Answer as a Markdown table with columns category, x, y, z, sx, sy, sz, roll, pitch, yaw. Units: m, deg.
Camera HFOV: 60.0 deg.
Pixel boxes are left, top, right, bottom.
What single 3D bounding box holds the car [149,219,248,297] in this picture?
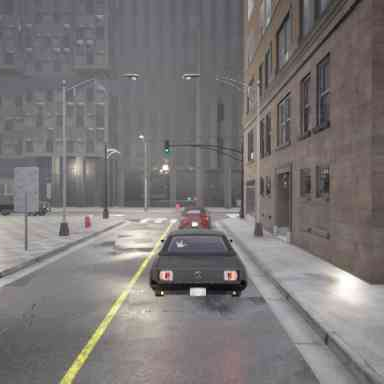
| category | x | y | z | sx | sy | sz | roll | pitch | yaw |
| --- | --- | --- | --- | --- | --- | --- | --- | --- | --- |
| car | 0.121 | 1.599 | 8.500 | 1.895 | 1.301 | 4.718 | 0 | 0 | 0 |

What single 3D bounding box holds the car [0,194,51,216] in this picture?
| category | x | y | z | sx | sy | sz | roll | pitch | yaw |
| --- | --- | --- | --- | --- | --- | --- | --- | --- | --- |
| car | -15.816 | 1.194 | 30.138 | 5.566 | 2.045 | 2.150 | 0 | 0 | 0 |

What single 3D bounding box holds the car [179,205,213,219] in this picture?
| category | x | y | z | sx | sy | sz | roll | pitch | yaw |
| --- | --- | --- | --- | --- | --- | --- | --- | --- | --- |
| car | 0.236 | 1.521 | 19.889 | 1.812 | 1.442 | 4.674 | 0 | 0 | 2 |
